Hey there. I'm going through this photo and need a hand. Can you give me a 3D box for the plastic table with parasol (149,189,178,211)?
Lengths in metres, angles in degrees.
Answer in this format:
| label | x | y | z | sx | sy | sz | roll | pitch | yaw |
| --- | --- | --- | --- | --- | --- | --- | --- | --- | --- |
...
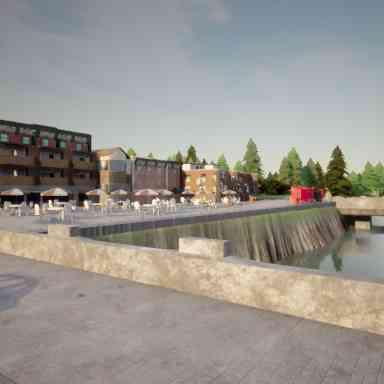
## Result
| label | x | y | z | sx | sy | sz | roll | pitch | yaw |
| --- | --- | --- | --- | --- | --- | --- | --- | --- | --- |
| plastic table with parasol | -3.380 | 0.925 | 39.485 | 2.482 | 2.480 | 2.482 | 0 | 0 | 36 |
